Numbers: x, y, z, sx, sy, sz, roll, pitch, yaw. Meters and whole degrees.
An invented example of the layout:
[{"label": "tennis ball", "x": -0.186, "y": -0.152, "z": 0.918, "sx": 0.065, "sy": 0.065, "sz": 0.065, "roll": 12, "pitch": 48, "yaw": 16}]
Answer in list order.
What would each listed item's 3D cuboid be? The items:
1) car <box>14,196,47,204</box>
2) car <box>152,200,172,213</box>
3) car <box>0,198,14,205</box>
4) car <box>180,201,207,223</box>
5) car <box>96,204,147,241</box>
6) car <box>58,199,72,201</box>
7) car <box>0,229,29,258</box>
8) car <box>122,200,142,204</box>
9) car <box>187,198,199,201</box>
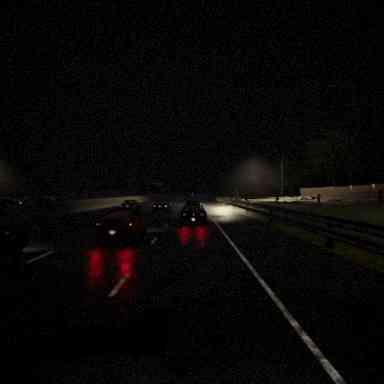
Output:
[{"label": "car", "x": -21.092, "y": 1.397, "z": 44.263, "sx": 2.097, "sy": 1.767, "sz": 4.553, "roll": 0, "pitch": 0, "yaw": 0}, {"label": "car", "x": -3.408, "y": 1.578, "z": 37.944, "sx": 2.033, "sy": 1.411, "sz": 5.357, "roll": 0, "pitch": 0, "yaw": 0}, {"label": "car", "x": -24.594, "y": 1.518, "z": 42.999, "sx": 1.882, "sy": 1.535, "sz": 5.008, "roll": 0, "pitch": 0, "yaw": 0}, {"label": "car", "x": 0.094, "y": 1.612, "z": 25.402, "sx": 1.895, "sy": 1.301, "sz": 4.718, "roll": 0, "pitch": 0, "yaw": 0}, {"label": "car", "x": -3.403, "y": 1.529, "z": 16.490, "sx": 1.812, "sy": 1.442, "sz": 4.674, "roll": 0, "pitch": 0, "yaw": 0}, {"label": "car", "x": -17.585, "y": 1.612, "z": 46.267, "sx": 1.994, "sy": 1.385, "sz": 4.181, "roll": 0, "pitch": 0, "yaw": 0}, {"label": "car", "x": -6.903, "y": 1.548, "z": 9.758, "sx": 2.033, "sy": 1.411, "sz": 5.357, "roll": 0, "pitch": 0, "yaw": 0}, {"label": "car", "x": -6.908, "y": 1.578, "z": 37.949, "sx": 2.033, "sy": 1.411, "sz": 5.357, "roll": 0, "pitch": 0, "yaw": 0}, {"label": "car", "x": 0.091, "y": 1.517, "z": 42.549, "sx": 1.882, "sy": 1.535, "sz": 5.008, "roll": 0, "pitch": 0, "yaw": 0}]
